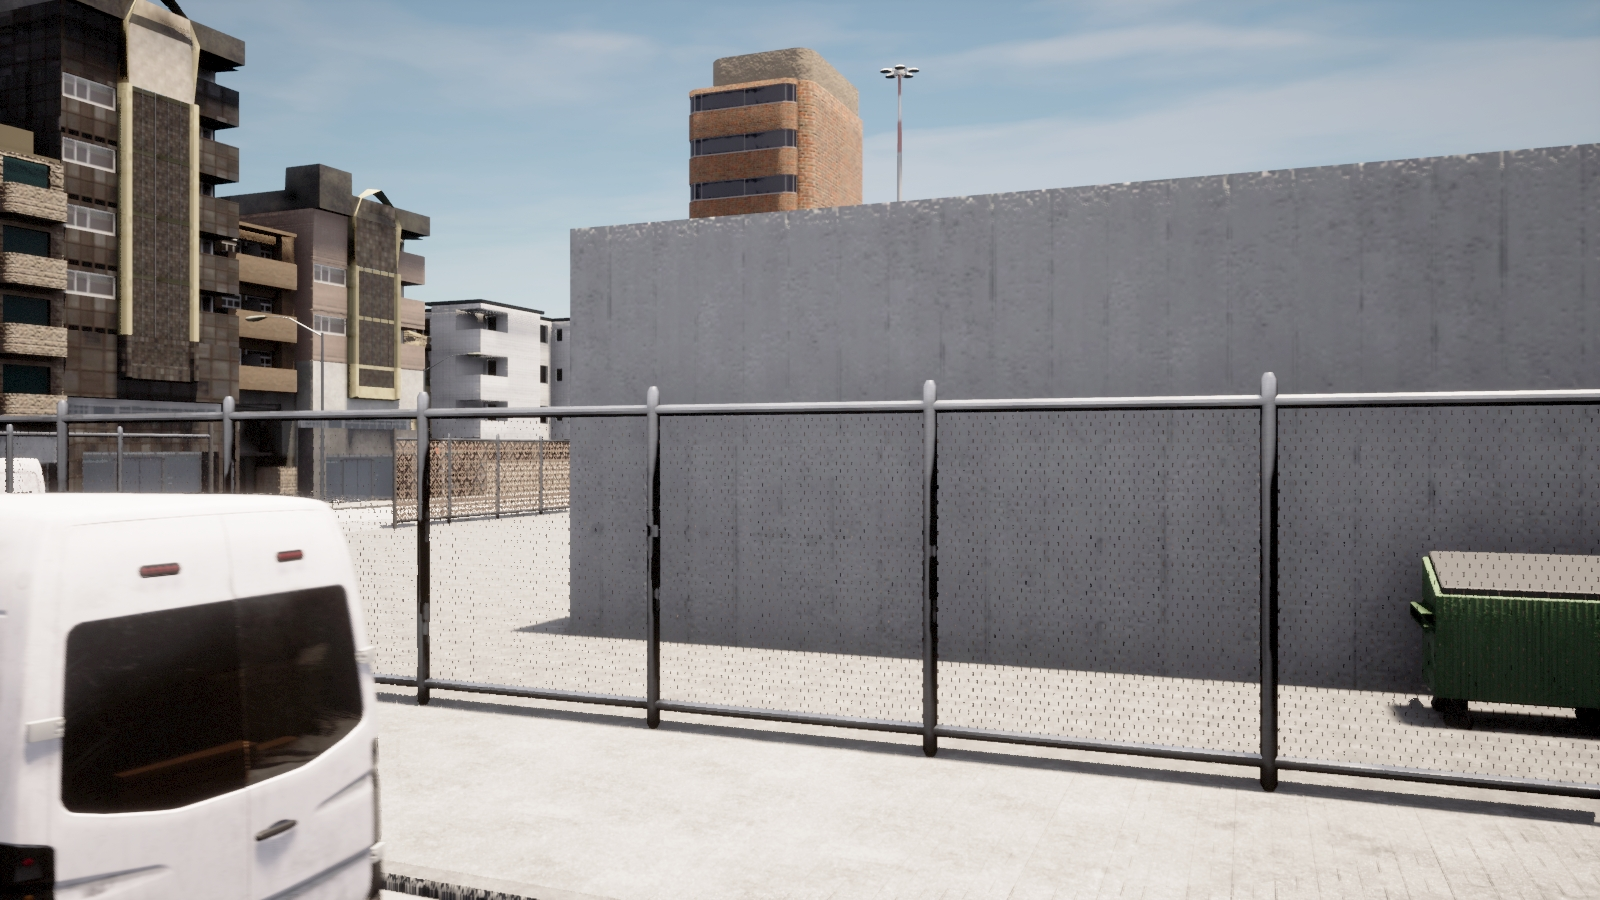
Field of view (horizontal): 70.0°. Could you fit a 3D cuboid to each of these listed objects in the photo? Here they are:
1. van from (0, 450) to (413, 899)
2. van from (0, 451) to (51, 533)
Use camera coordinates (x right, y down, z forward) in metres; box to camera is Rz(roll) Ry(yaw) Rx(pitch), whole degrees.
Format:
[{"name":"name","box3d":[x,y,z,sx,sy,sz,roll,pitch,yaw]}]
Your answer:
[{"name":"van","box3d":[-5.131,1.311,6.091,5.915,2.561,1.988,-1,0,22]},{"name":"van","box3d":[-26.517,1.314,35.024,1.988,2.561,5.915,0,0,21]}]
